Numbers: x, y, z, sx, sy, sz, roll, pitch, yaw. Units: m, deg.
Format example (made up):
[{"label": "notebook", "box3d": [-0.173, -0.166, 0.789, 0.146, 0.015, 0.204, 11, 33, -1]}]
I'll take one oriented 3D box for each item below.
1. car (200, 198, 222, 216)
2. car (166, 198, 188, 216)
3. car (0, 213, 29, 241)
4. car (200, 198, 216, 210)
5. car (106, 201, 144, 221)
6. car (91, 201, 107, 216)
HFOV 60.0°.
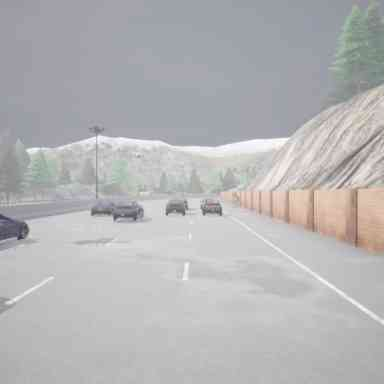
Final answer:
[{"label": "car", "box3d": [1.929, 1.491, 32.749, 2.128, 1.511, 4.902, 0, 0, 1]}, {"label": "car", "box3d": [-1.570, 1.505, 32.938, 1.837, 1.490, 4.892, 0, 0, 0]}, {"label": "car", "box3d": [-8.770, 1.525, 14.065, 1.812, 1.442, 4.674, 0, 0, 1]}, {"label": "car", "box3d": [2.036, 1.525, 43.198, 1.812, 1.442, 4.674, 0, 0, 1]}, {"label": "car", "box3d": [-5.129, 1.493, 27.236, 2.128, 1.511, 4.902, 0, 0, 1]}, {"label": "car", "box3d": [-8.565, 1.563, 33.190, 1.994, 1.385, 4.181, 0, 0, 1]}]
